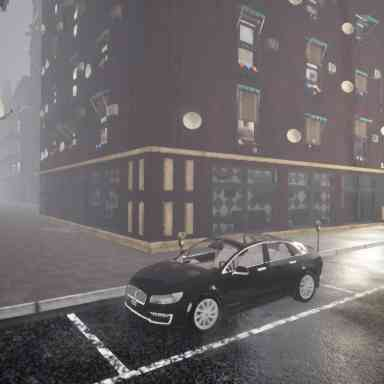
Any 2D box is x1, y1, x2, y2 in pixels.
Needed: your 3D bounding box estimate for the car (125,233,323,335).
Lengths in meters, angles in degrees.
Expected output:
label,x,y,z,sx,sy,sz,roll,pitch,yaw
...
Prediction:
label,x,y,z,sx,sy,sz,roll,pitch,yaw
car,0.840,1.552,6.650,4.403,1.369,2.008,0,1,-36
